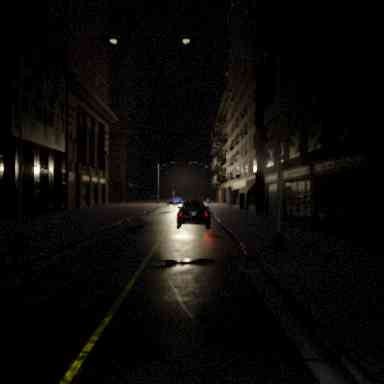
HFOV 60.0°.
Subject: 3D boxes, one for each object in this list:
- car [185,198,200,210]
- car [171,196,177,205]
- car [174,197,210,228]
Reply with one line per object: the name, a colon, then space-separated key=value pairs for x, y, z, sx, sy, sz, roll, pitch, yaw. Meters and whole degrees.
car: x=0.092 y=1.545 z=44.503 sx=1.882 sy=1.535 sz=5.008 roll=0 pitch=0 yaw=0
car: x=-3.012 y=1.611 z=63.830 sx=1.882 sy=1.535 sz=5.008 roll=0 pitch=0 yaw=0
car: x=0.094 y=1.373 z=22.491 sx=2.097 sy=1.767 sz=4.553 roll=0 pitch=0 yaw=0
